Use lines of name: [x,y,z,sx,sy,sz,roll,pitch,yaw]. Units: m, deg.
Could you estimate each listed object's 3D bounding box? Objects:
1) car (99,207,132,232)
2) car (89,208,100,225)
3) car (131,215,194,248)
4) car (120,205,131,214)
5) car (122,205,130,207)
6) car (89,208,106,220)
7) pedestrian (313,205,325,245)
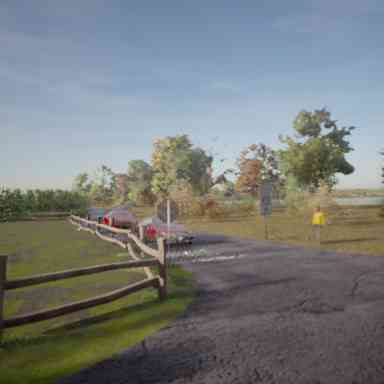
car: [-5.656,2.229,26.219,1.882,1.535,5.008,-1,-1,-26]
car: [-9.399,2.581,34.680,1.994,1.385,4.181,-1,-1,-20]
car: [-1.570,2.004,17.841,1.812,1.442,4.674,-1,-1,-26]
car: [-12.127,3.166,61.059,1.837,1.490,4.892,-1,-1,-10]
car: [-10.103,2.838,46.435,2.033,1.411,5.357,-1,-2,-10]
car: [-12.537,2.855,44.201,1.994,1.385,4.181,-1,-1,-13]
pedestrian: [6.040,1.564,15.947,0.375,1.860,0.375,-2,0,-27]
